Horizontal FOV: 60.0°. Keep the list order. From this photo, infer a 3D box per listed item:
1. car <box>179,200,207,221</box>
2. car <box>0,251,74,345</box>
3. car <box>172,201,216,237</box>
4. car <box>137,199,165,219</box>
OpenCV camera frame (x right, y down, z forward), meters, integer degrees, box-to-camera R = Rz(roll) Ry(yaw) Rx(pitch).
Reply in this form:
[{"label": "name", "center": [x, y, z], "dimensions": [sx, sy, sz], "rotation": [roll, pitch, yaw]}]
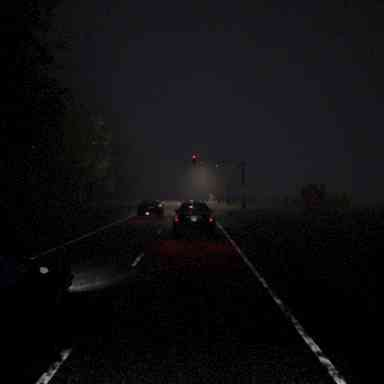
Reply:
[{"label": "car", "center": [0.095, 1.405, 27.029], "dimensions": [2.033, 1.411, 5.357], "rotation": [0, 0, 0]}, {"label": "car", "center": [-3.401, 1.523, 4.529], "dimensions": [2.033, 1.411, 5.357], "rotation": [0, 0, 0]}, {"label": "car", "center": [0.094, 1.261, 17.427], "dimensions": [2.097, 1.767, 4.553], "rotation": [0, 0, 0]}, {"label": "car", "center": [-3.405, 1.359, 27.764], "dimensions": [1.837, 1.490, 4.892], "rotation": [0, 0, 0]}]
